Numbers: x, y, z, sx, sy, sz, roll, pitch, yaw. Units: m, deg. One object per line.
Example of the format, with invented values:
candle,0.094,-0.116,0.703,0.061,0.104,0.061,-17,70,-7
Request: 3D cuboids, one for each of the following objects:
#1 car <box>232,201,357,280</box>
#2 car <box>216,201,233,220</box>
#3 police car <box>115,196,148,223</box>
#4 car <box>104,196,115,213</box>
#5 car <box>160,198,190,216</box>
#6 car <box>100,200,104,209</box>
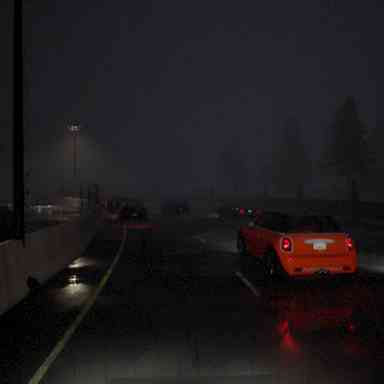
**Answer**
car,2.825,1.302,10.002,2.097,1.767,4.553,0,0,-6
car,3.494,1.425,26.166,2.033,1.411,5.357,0,0,-15
police car,-4.521,1.325,25.065,1.930,1.638,5.238,0,0,-15
car,-7.565,1.216,34.511,2.097,1.767,4.553,0,0,-21
car,-1.669,1.344,31.208,1.882,1.535,5.008,0,0,-17
car,-9.951,1.301,40.300,1.801,1.575,5.366,0,0,-24
